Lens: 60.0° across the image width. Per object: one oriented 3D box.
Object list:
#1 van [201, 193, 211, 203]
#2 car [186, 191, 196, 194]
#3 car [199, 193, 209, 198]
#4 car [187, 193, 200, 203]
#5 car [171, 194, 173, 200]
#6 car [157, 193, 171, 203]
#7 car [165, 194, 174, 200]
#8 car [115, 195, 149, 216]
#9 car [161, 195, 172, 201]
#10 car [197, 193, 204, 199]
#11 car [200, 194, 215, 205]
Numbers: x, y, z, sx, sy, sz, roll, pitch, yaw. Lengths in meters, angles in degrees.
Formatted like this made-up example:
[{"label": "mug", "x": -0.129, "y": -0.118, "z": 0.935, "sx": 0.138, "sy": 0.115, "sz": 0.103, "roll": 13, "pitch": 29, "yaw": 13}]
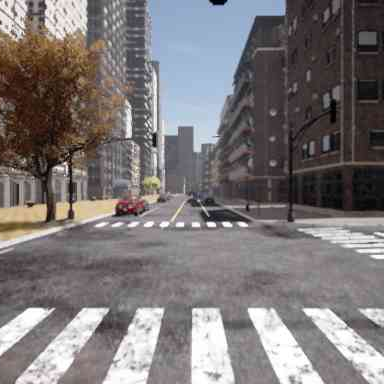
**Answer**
[{"label": "van", "x": 2.687, "y": 1.096, "z": 63.957, "sx": 1.690, "sy": 1.788, "sz": 3.998, "roll": 0, "pitch": 0, "yaw": 0}, {"label": "car", "x": -0.002, "y": 0.810, "z": 70.593, "sx": 2.150, "sy": 2.045, "sz": 5.566, "roll": 0, "pitch": 0, "yaw": 0}, {"label": "car", "x": 2.687, "y": 1.297, "z": 58.605, "sx": 1.752, "sy": 1.417, "sz": 4.829, "roll": 0, "pitch": 0, "yaw": 0}, {"label": "car", "x": -0.003, "y": 1.367, "z": 60.588, "sx": 1.895, "sy": 1.301, "sz": 4.718, "roll": 0, "pitch": 0, "yaw": 0}, {"label": "car", "x": -5.694, "y": 1.053, "z": 69.479, "sx": 2.192, "sy": 1.841, "sz": 5.009, "roll": 0, "pitch": 0, "yaw": 0}, {"label": "car", "x": -5.694, "y": 1.321, "z": 63.958, "sx": 1.947, "sy": 1.339, "sz": 4.313, "roll": 0, "pitch": 0, "yaw": 0}, {"label": "car", "x": -5.695, "y": 1.243, "z": 86.049, "sx": 2.008, "sy": 1.369, "sz": 4.403, "roll": 0, "pitch": 0, "yaw": 0}, {"label": "car", "x": -5.693, "y": 1.188, "z": 30.820, "sx": 2.192, "sy": 1.841, "sz": 5.009, "roll": 0, "pitch": 0, "yaw": 0}, {"label": "car", "x": -5.694, "y": 1.273, "z": 75.004, "sx": 2.008, "sy": 1.369, "sz": 4.403, "roll": 0, "pitch": 0, "yaw": 0}, {"label": "car", "x": 2.358, "y": 1.151, "z": 92.947, "sx": 1.882, "sy": 1.535, "sz": 5.008, "roll": 0, "pitch": 0, "yaw": 0}, {"label": "car", "x": 2.688, "y": 1.357, "z": 52.912, "sx": 1.947, "sy": 1.339, "sz": 4.313, "roll": 0, "pitch": 0, "yaw": 0}]
